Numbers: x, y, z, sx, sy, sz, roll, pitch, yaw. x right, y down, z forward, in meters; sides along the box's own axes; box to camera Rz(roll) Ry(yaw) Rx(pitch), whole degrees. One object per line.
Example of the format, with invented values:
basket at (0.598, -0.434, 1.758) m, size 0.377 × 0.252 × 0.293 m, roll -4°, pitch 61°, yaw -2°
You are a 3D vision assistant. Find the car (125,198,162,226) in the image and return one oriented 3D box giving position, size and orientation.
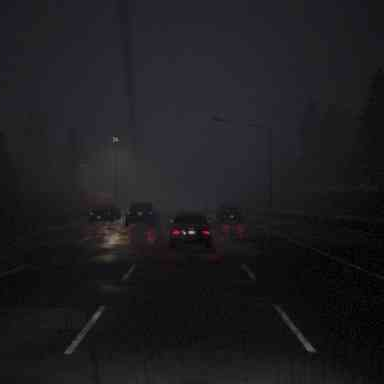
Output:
car at (-3.732, 1.607, 25.552) m, size 2.097 × 1.767 × 4.553 m, roll 0°, pitch -1°, yaw -1°

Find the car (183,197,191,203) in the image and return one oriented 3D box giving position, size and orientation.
car at (-1.348, 2.490, 89.473) m, size 1.895 × 1.301 × 4.718 m, roll 0°, pitch -1°, yaw -1°

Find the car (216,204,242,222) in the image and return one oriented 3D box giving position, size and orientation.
car at (3.209, 1.787, 29.294) m, size 2.128 × 1.511 × 4.902 m, roll 0°, pitch 0°, yaw -1°

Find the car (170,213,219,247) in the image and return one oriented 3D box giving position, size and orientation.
car at (-0.074, 1.708, 15.916) m, size 2.033 × 1.411 × 5.357 m, roll 0°, pitch -1°, yaw -1°

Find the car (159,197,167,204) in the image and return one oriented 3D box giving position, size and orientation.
car at (-8.347, 2.246, 89.304) m, size 2.097 × 1.767 × 4.553 m, roll 0°, pitch -1°, yaw -1°

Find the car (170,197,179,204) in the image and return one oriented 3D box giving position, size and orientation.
car at (-4.847, 2.248, 89.360) m, size 2.097 × 1.767 × 4.553 m, roll 0°, pitch -1°, yaw -1°

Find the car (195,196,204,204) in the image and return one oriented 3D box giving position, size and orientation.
car at (2.158, 2.117, 89.116) m, size 2.150 × 2.045 × 5.566 m, roll 0°, pitch -1°, yaw -1°

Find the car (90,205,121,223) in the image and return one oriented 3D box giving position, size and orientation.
car at (-7.272, 1.806, 28.095) m, size 1.812 × 1.442 × 4.674 m, roll 0°, pitch 0°, yaw -1°
